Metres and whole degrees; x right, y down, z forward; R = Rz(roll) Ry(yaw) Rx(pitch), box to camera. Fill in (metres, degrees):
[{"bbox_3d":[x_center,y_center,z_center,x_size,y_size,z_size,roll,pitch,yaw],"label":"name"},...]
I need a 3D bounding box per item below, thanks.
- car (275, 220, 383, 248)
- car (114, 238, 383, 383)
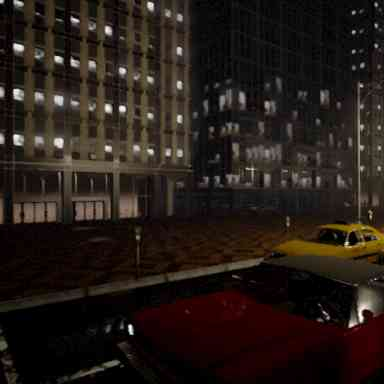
[{"bbox_3d":[4.146,1.523,9.536,4.829,1.417,1.752,0,0,-36],"label":"car"},{"bbox_3d":[1.487,1.600,4.322,4.718,1.301,1.895,0,0,-36],"label":"car"}]
